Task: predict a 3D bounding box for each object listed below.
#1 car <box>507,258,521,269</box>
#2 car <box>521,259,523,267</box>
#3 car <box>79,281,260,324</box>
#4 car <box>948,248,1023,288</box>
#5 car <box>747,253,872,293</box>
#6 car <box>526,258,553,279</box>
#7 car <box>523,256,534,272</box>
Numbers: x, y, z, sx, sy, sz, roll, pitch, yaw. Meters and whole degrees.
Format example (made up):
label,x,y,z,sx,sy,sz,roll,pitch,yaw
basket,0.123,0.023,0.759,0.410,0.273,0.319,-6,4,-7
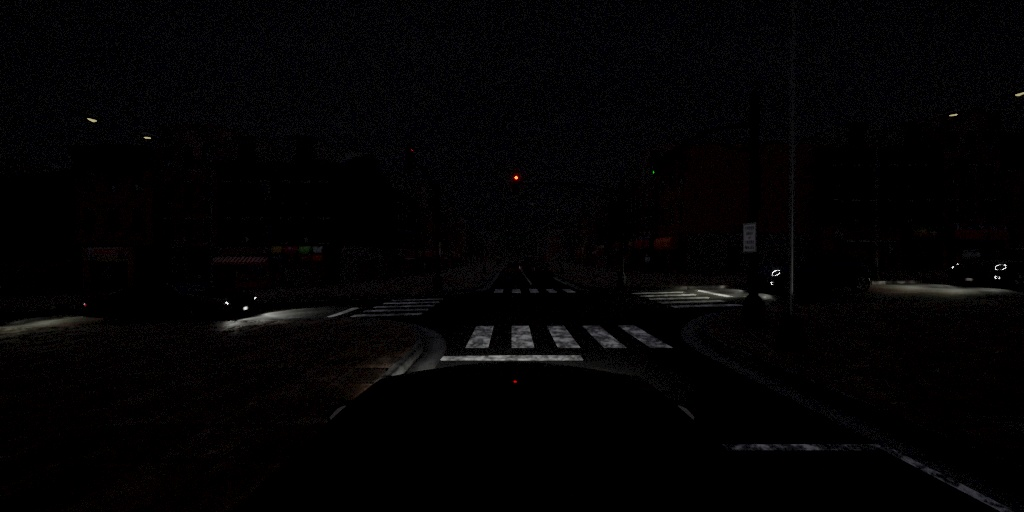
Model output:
label,x,y,z,sx,sy,sz,roll,pitch,yaw
car,0.096,1.389,60.341,1.812,1.442,4.674,0,-1,0
car,2.634,1.126,43.970,2.192,1.841,5.009,0,0,0
car,-12.582,1.642,13.336,5.357,1.411,2.033,-2,0,0
car,23.077,0.433,16.351,4.553,1.767,2.097,-1,0,0
car,13.359,0.685,16.355,4.553,1.767,2.097,-1,0,1
car,2.635,1.224,33.166,1.967,1.591,4.097,0,0,0
car,2.634,1.112,38.567,2.192,1.841,5.009,0,0,0
